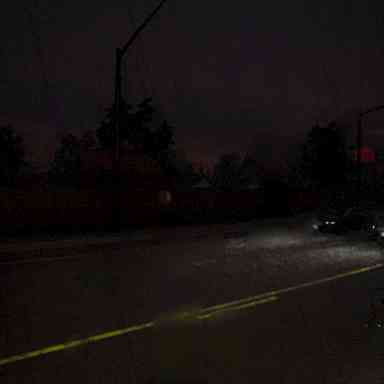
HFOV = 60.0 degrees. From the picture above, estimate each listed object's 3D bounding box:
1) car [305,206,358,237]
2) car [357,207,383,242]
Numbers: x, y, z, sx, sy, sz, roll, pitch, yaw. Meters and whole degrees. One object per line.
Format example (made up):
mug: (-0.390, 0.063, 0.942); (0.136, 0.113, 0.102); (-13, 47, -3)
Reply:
car: (8.317, 1.530, 18.521); (4.902, 1.511, 2.128); (0, 0, -36)
car: (10.165, 1.531, 15.540); (4.902, 1.511, 2.128); (0, 0, -36)
